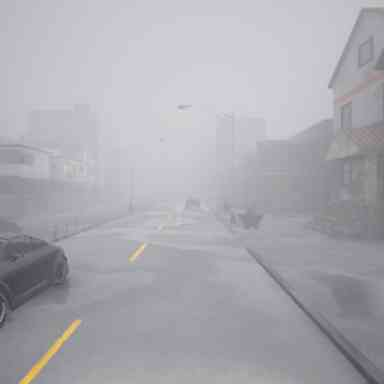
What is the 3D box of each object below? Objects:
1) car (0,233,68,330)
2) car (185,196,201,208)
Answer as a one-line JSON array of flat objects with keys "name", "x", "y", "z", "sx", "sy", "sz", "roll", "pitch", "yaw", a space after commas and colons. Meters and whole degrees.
[{"name": "car", "x": -4.045, "y": 1.542, "z": 6.511, "sx": 1.994, "sy": 1.385, "sz": 4.181, "roll": 0, "pitch": 0, "yaw": 1}, {"name": "car", "x": 0.113, "y": 1.352, "z": 43.721, "sx": 1.837, "sy": 1.490, "sz": 4.892, "roll": 0, "pitch": 0, "yaw": 0}]
